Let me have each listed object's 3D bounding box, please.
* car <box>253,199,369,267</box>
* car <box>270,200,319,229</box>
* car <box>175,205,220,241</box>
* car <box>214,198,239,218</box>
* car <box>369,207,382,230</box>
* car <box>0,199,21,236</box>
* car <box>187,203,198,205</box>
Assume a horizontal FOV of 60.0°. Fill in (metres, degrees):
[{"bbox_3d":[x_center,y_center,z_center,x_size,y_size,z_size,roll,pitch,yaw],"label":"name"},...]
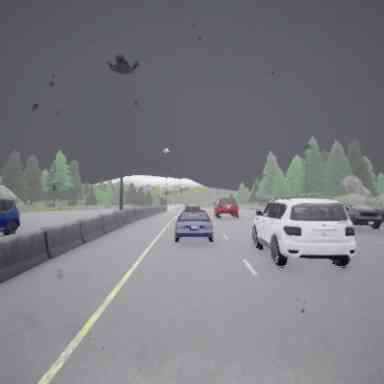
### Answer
[{"bbox_3d":[3.607,1.248,11.691,2.150,2.045,5.566,0,0,0],"label":"car"},{"bbox_3d":[7.089,1.484,23.556,2.097,1.767,4.553,0,-1,0],"label":"car"},{"bbox_3d":[0.093,1.622,17.073,2.033,1.411,5.357,0,-1,0],"label":"car"},{"bbox_3d":[3.575,1.674,35.271,2.150,2.045,5.566,0,-2,0],"label":"car"},{"bbox_3d":[10.589,1.616,22.108,1.837,1.490,4.892,0,-1,0],"label":"car"},{"bbox_3d":[-10.507,1.378,16.066,2.150,2.045,5.566,0,-1,0],"label":"car"},{"bbox_3d":[0.084,2.114,40.832,1.882,1.535,5.008,0,-2,0],"label":"car"}]
